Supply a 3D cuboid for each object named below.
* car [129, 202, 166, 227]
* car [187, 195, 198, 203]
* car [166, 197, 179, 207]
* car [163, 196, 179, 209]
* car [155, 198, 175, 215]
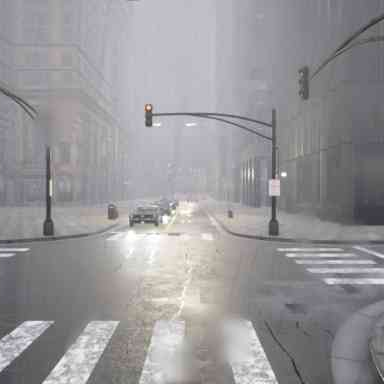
[{"bbox_3d":[-3.105,1.601,23.160,1.895,1.301,4.718,0,0,0],"label":"car"},{"bbox_3d":[0.084,1.366,69.632,2.097,1.767,4.553,0,0,0],"label":"car"},{"bbox_3d":[-3.064,1.531,53.145,1.812,1.442,4.674,0,0,1],"label":"car"},{"bbox_3d":[-3.106,1.354,43.104,2.097,1.767,4.553,0,0,0],"label":"car"},{"bbox_3d":[-3.101,1.564,33.102,1.994,1.385,4.181,0,0,0],"label":"car"}]
